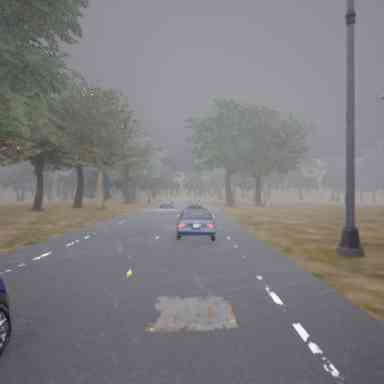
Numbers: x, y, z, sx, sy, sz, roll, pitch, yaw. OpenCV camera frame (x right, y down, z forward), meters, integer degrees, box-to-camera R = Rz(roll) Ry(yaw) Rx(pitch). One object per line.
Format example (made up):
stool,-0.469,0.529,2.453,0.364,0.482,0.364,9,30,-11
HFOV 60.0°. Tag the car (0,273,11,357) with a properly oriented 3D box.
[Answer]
car,-3.592,1.345,2.761,2.097,1.767,4.553,0,0,0

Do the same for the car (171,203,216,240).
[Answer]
car,0.185,1.492,16.699,2.033,1.411,5.357,1,0,0

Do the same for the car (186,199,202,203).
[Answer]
car,0.270,1.517,41.451,2.033,1.411,5.357,0,-1,0

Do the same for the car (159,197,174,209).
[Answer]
car,-3.423,1.498,45.266,1.837,1.490,4.892,0,-1,0
